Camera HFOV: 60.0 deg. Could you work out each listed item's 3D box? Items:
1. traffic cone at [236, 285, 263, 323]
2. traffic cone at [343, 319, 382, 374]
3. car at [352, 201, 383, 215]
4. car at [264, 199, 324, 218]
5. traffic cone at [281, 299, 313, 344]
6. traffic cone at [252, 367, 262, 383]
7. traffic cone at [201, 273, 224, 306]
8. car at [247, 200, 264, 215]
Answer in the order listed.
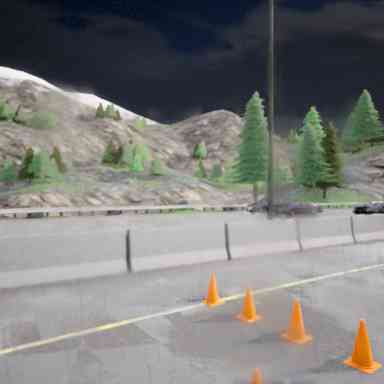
[{"bbox_3d":[1.020,1.948,5.926,0.340,0.580,0.340,0,0,-37],"label":"traffic cone"},{"bbox_3d":[2.216,1.952,4.323,0.340,0.580,0.340,0,0,-37],"label":"traffic cone"},{"bbox_3d":[17.031,1.526,30.070,5.357,1.411,2.033,0,0,-25],"label":"car"},{"bbox_3d":[9.532,1.518,30.333,5.357,1.411,2.033,0,0,-27],"label":"car"},{"bbox_3d":[1.618,1.950,5.124,0.340,0.580,0.340,0,0,-37],"label":"traffic cone"},{"bbox_3d":[0.612,1.951,3.127,0.340,0.580,0.340,0,0,-37],"label":"traffic cone"},{"bbox_3d":[0.423,1.947,6.728,0.340,0.580,0.340,0,0,-37],"label":"traffic cone"},{"bbox_3d":[7.719,1.456,33.278,4.902,1.511,2.128,0,0,-27],"label":"car"}]
